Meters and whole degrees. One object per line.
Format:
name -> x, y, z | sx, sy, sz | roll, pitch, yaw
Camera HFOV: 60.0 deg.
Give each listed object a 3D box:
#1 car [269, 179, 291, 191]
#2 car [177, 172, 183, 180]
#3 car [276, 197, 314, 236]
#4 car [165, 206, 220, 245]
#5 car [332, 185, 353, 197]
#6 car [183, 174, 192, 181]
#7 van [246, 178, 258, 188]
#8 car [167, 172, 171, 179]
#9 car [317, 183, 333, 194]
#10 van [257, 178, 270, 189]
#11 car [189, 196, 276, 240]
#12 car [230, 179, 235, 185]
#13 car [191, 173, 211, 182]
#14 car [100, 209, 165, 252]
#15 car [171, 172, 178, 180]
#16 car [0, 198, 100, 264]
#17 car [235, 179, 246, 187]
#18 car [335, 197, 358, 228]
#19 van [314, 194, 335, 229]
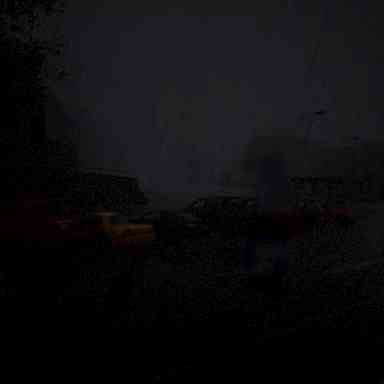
car -> 16.549, -0.985, 60.787 | 2.231, 1.521, 4.892 | 7, 3, 35
car -> -0.842, -3.844, 85.368 | 2.185, 1.767, 4.553 | 6, 3, 34
car -> 3.618, 1.266, 19.014 | 5.566, 2.045, 2.435 | -1, -1, 35
car -> -1.322, 1.546, 15.550 | 4.674, 1.452, 2.002 | -1, -1, 35
car -> 23.451, 0.143, 50.930 | 2.002, 1.452, 4.674 | 7, 3, 35
car -> 0.952, -3.692, 82.902 | 2.435, 2.045, 5.566 | 7, 3, 34
van -> 13.059, -1.757, 65.620 | 1.878, 1.987, 4.442 | 7, 4, 35
car -> -4.344, -4.356, 90.185 | 2.435, 2.045, 5.566 | 1, -1, 34
car -> 21.760, -0.419, 53.402 | 2.435, 2.045, 5.566 | 7, 3, 35
van -> 14.788, -1.484, 63.149 | 1.878, 1.987, 4.442 | 7, 4, 35
car -> 1.105, 1.260, 17.308 | 5.566, 2.045, 2.435 | -1, -1, 35
car -> 9.653, -2.037, 70.671 | 2.002, 1.452, 4.674 | 7, 3, 35
car -> 2.804, -3.170, 80.643 | 1.946, 1.575, 5.366 | 7, 3, 34
car -> -3.928, 1.499, 13.922 | 5.366, 1.575, 1.946 | -1, -1, 35
car -> -2.573, -4.079, 87.837 | 2.185, 1.767, 4.553 | 4, 1, 33
car -> -6.248, 1.243, 12.094 | 5.566, 2.045, 2.435 | -1, -1, 35
car -> 11.484, -1.805, 68.351 | 1.946, 1.575, 5.366 | 7, 3, 35
car -> 8.565, 1.403, 22.435 | 4.553, 1.767, 2.185 | -1, -1, 35
van -> 6.156, 1.296, 20.684 | 4.442, 1.987, 1.878 | -1, -1, 35
